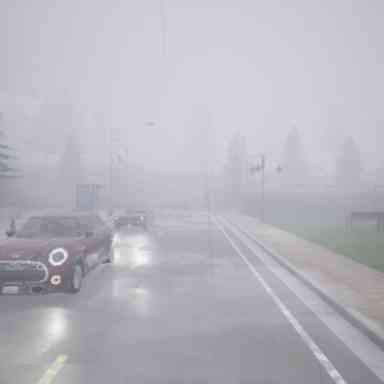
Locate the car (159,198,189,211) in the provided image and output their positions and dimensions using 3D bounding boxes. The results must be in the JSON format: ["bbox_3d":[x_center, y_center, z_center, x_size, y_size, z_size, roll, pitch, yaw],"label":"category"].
[{"bbox_3d":[-2.209,1.460,39.392,2.128,1.511,4.902,0,0,-31],"label":"car"}]

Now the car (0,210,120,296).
[{"bbox_3d":[-3.554,1.342,8.808,2.097,1.767,4.553,0,0,0],"label":"car"}]

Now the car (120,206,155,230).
[{"bbox_3d":[-3.537,1.578,21.112,1.895,1.301,4.718,0,0,1],"label":"car"}]
